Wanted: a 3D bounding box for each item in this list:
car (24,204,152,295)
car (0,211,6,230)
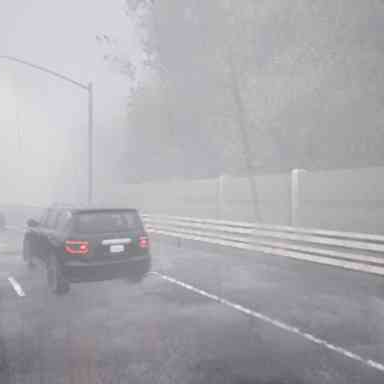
[{"bbox_3d":[-3.185,1.346,9.426,2.150,2.045,5.566,1,-1,-35],"label":"car"},{"bbox_3d":[-14.080,1.780,22.550,2.128,1.511,4.902,1,-1,-42],"label":"car"}]
